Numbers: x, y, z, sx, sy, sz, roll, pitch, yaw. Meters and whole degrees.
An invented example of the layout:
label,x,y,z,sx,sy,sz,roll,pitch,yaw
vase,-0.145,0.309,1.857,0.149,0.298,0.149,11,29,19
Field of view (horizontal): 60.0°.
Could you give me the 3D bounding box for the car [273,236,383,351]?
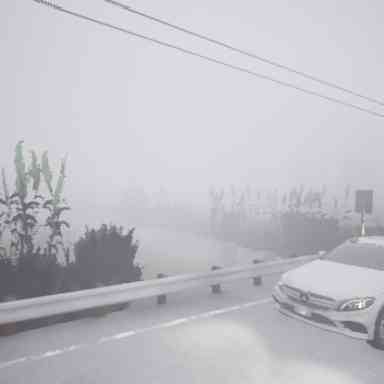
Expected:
label,x,y,z,sx,sy,sz,roll,pitch,yaw
car,3.638,1.626,6.441,4.674,1.442,1.812,2,-1,-34
